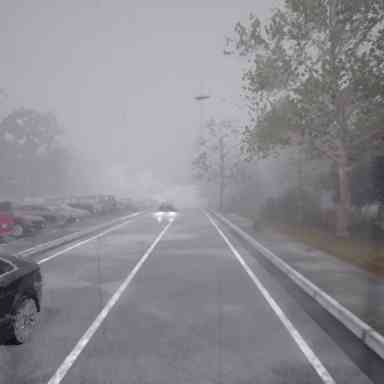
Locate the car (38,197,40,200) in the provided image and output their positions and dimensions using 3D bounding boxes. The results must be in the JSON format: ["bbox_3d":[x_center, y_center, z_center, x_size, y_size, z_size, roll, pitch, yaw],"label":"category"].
[{"bbox_3d":[-23.396,1.809,45.374,5.008,1.535,2.097,0,-1,0],"label":"car"}]

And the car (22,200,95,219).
[{"bbox_3d":[-10.329,1.584,25.833,4.674,1.452,2.002,0,0,0],"label":"car"}]

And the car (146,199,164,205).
[{"bbox_3d":[-10.316,2.846,92.417,4.892,1.521,2.231,0,-2,0],"label":"car"}]

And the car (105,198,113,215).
[{"bbox_3d":[-10.354,1.593,31.392,4.792,1.488,2.163,0,-1,0],"label":"car"}]

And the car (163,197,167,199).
[{"bbox_3d":[-10.125,2.763,89.643,5.366,1.575,1.946,0,-2,0],"label":"car"}]

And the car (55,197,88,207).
[{"bbox_3d":[-23.368,1.940,64.768,5.566,2.045,2.435,0,-1,0],"label":"car"}]

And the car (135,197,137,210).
[{"bbox_3d":[-10.290,1.682,45.247,4.553,1.767,2.185,0,-1,0],"label":"car"}]

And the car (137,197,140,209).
[{"bbox_3d":[-10.290,1.736,48.023,4.553,1.767,2.185,0,-1,0],"label":"car"}]

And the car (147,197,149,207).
[{"bbox_3d":[-10.325,2.027,56.348,4.892,1.521,2.231,0,-1,0],"label":"car"}]

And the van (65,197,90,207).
[{"bbox_3d":[-23.279,2.020,67.536,4.442,1.987,1.878,0,-1,0],"label":"van"}]

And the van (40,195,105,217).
[{"bbox_3d":[-10.209,1.328,28.611,4.442,1.987,1.878,0,0,0],"label":"van"}]

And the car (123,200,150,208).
[{"bbox_3d":[-10.288,2.165,61.898,4.792,1.488,2.163,0,-1,0],"label":"car"}]

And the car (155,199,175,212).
[{"bbox_3d":[-3.363,1.903,44.203,1.895,1.301,4.718,0,-1,0],"label":"car"}]

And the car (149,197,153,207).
[{"bbox_3d":[-10.133,2.077,59.123,5.366,1.575,1.946,0,-1,0],"label":"car"}]

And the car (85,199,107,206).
[{"bbox_3d":[-23.421,2.566,81.245,4.792,1.488,2.163,0,-2,0],"label":"car"}]

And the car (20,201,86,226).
[{"bbox_3d":[-10.297,1.563,23.056,4.792,1.488,2.163,0,0,0],"label":"car"}]

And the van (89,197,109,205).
[{"bbox_3d":[-23.508,2.383,84.022,4.442,1.987,1.878,0,-2,0],"label":"van"}]

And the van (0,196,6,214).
[{"bbox_3d":[-23.520,1.420,37.070,4.442,1.987,1.878,0,-1,0],"label":"van"}]

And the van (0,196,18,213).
[{"bbox_3d":[-23.519,1.472,39.714,4.442,1.987,1.878,0,-1,0],"label":"van"}]

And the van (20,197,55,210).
[{"bbox_3d":[-23.517,1.690,50.793,4.442,1.987,1.878,0,-1,0],"label":"van"}]

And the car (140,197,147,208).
[{"bbox_3d":[-10.135,1.914,50.796,5.366,1.575,1.946,0,-1,0],"label":"car"}]

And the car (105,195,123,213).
[{"bbox_3d":[-10.353,1.337,34.147,5.566,2.045,2.435,0,-1,0],"label":"car"}]

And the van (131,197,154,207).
[{"bbox_3d":[-10.432,2.073,70.230,4.442,1.987,1.878,0,-1,0],"label":"van"}]

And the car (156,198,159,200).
[{"bbox_3d":[-10.344,2.383,73.001,4.792,1.488,2.163,0,-1,0],"label":"car"}]

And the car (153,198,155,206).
[{"bbox_3d":[-10.287,2.219,64.674,4.792,1.488,2.163,0,-1,0],"label":"car"}]

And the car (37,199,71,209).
[{"bbox_3d":[-23.393,2.028,56.453,5.008,1.535,2.097,0,-1,0],"label":"car"}]

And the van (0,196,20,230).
[{"bbox_3d":[-10.446,1.278,14.729,4.442,1.987,1.878,0,0,0],"label":"van"}]

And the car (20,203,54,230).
[{"bbox_3d":[-10.334,1.513,17.505,5.008,1.535,2.097,0,0,0],"label":"car"}]

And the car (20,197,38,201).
[{"bbox_3d":[-23.374,1.501,42.485,5.566,2.045,2.435,0,-1,0],"label":"car"}]

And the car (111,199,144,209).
[{"bbox_3d":[-10.313,1.972,53.572,4.892,1.521,2.231,0,-1,0],"label":"car"}]

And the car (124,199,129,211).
[{"bbox_3d":[-10.326,1.738,39.693,4.674,1.452,2.002,0,-1,0],"label":"car"}]

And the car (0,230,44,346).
[{"bbox_3d":[-3.350,1.487,3.517,2.128,1.511,4.902,0,0,0],"label":"car"}]

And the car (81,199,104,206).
[{"bbox_3d":[-23.422,2.502,78.607,4.792,1.488,2.163,0,-1,0],"label":"car"}]

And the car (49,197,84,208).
[{"bbox_3d":[-23.369,1.886,61.998,5.566,2.045,2.435,0,-1,0],"label":"car"}]

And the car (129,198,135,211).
[{"bbox_3d":[-10.317,1.752,42.469,5.008,1.535,2.097,0,-1,0],"label":"car"}]

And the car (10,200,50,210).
[{"bbox_3d":[-23.398,1.904,48.144,4.674,1.452,2.002,0,-1,0],"label":"car"}]
